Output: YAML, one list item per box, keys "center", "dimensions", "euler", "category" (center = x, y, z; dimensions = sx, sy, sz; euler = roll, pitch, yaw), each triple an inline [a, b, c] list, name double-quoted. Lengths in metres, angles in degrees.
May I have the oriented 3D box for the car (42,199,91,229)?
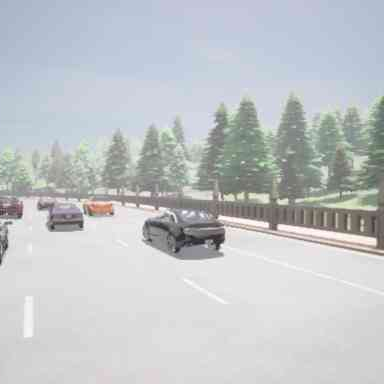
- center: [-7.851, 1.384, 20.463]
  dimensions: [2.033, 1.411, 5.357]
  euler: [0, 0, -26]
  category: "car"

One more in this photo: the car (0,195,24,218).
- center: [-14.870, 1.106, 26.963]
  dimensions: [2.097, 1.767, 4.553]
  euler: [0, 0, -26]
  category: "car"

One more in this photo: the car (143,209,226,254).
- center: [-0.491, 1.416, 13.247]
  dimensions: [2.128, 1.511, 4.902]
  euler: [0, 0, -26]
  category: "car"

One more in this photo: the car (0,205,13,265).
- center: [-7.056, 1.400, 10.747]
  dimensions: [1.837, 1.490, 4.892]
  euler: [0, 0, -26]
  category: "car"

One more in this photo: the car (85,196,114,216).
- center: [-8.447, 1.134, 29.758]
  dimensions: [2.097, 1.767, 4.553]
  euler: [0, 0, -26]
  category: "car"

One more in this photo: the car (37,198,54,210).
- center: [-16.300, 1.289, 37.377]
  dimensions: [1.895, 1.301, 4.718]
  euler: [0, 0, -29]
  category: "car"
